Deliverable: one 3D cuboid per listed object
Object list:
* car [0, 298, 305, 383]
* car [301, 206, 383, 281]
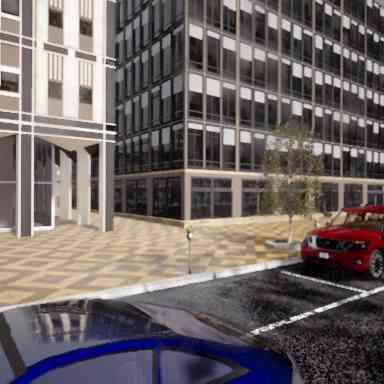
[{"bbox_3d":[-1.089,1.566,2.183,4.181,1.385,1.994,0,0,-36],"label":"car"},{"bbox_3d":[5.537,1.383,10.310,5.009,1.841,2.192,0,0,-36],"label":"car"}]
